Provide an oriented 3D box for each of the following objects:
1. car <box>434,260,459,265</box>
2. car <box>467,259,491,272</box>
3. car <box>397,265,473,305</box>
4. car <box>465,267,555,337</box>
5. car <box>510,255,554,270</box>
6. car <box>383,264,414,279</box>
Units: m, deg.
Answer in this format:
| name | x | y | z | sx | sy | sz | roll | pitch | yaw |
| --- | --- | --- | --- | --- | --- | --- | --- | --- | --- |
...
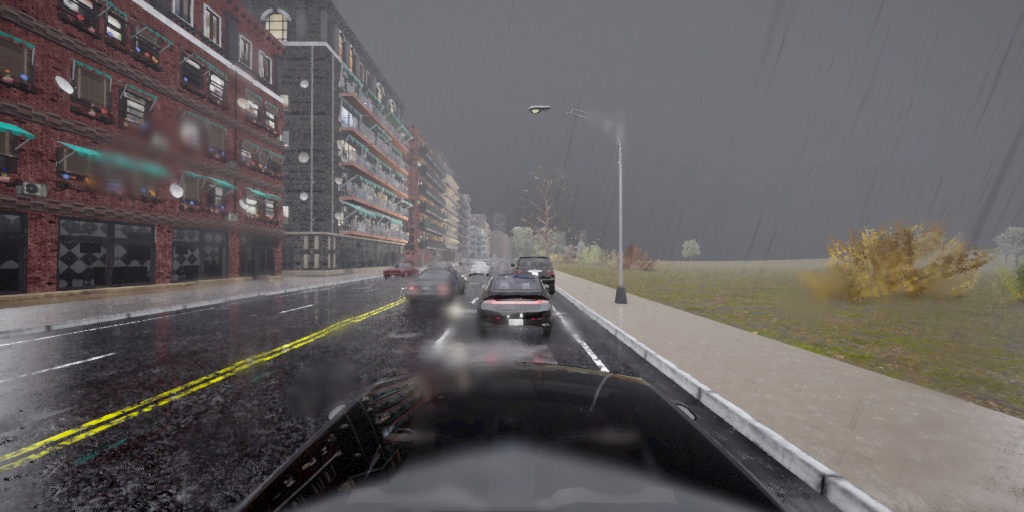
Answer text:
| name | x | y | z | sx | sy | sz | roll | pitch | yaw |
| --- | --- | --- | --- | --- | --- | --- | --- | --- | --- |
| car | -6.631 | 1.244 | 33.513 | 2.128 | 1.511 | 4.902 | 0 | 0 | 0 |
| car | -3.194 | 1.277 | 36.568 | 1.812 | 1.442 | 4.674 | 0 | 0 | 0 |
| car | -3.162 | 1.299 | 16.018 | 2.033 | 1.411 | 5.357 | 0 | 0 | 0 |
| car | 0.092 | 1.243 | 10.303 | 2.128 | 1.511 | 4.902 | 0 | 0 | 0 |
| car | 1.120 | 0.977 | 20.174 | 2.150 | 2.045 | 5.566 | 0 | 0 | 0 |
| car | -9.879 | 1.353 | 31.970 | 1.895 | 1.301 | 4.718 | 0 | 0 | 0 |
